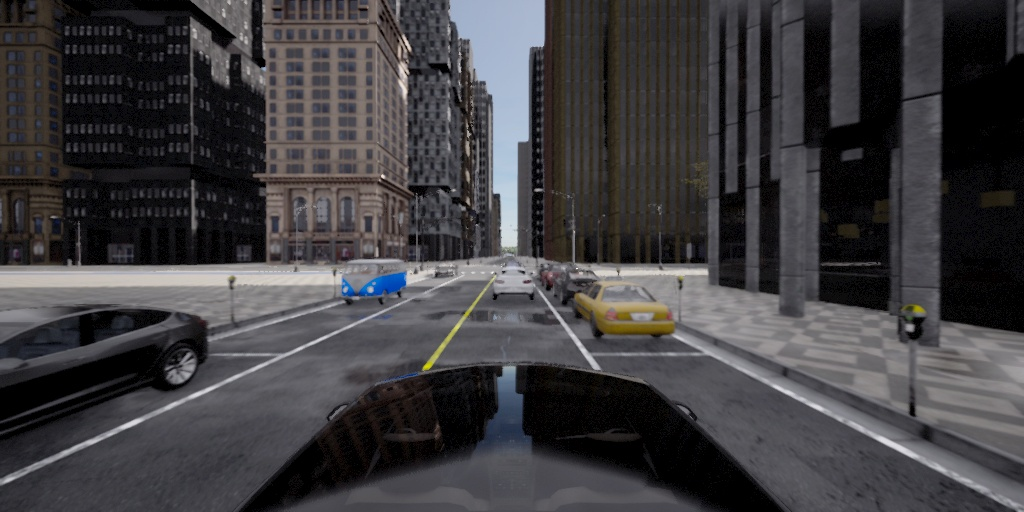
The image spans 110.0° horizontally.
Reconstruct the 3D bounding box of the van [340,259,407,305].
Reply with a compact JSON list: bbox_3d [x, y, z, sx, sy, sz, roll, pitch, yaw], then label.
[{"bbox_3d":[-5.779,1.023,15.359,1.690,1.789,3.998,0,0,0],"label":"van"}]

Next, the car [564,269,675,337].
[{"bbox_3d":[2.753,1.233,9.900,1.751,1.417,4.829,0,0,0],"label":"car"}]

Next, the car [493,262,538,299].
[{"bbox_3d":[0.073,1.195,17.211,1.812,1.442,4.674,0,1,0],"label":"car"}]

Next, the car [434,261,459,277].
[{"bbox_3d":[-5.800,1.140,32.282,2.007,1.370,4.403,0,0,0],"label":"car"}]

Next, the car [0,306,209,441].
[{"bbox_3d":[-5.765,1.307,4.077,1.948,1.339,4.313,0,0,0],"label":"car"}]

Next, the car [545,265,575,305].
[{"bbox_3d":[2.746,1.228,15.370,2.007,1.370,4.403,0,0,0],"label":"car"}]

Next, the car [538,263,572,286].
[{"bbox_3d":[2.739,1.087,21.012,1.967,1.591,4.097,0,0,0],"label":"car"}]
